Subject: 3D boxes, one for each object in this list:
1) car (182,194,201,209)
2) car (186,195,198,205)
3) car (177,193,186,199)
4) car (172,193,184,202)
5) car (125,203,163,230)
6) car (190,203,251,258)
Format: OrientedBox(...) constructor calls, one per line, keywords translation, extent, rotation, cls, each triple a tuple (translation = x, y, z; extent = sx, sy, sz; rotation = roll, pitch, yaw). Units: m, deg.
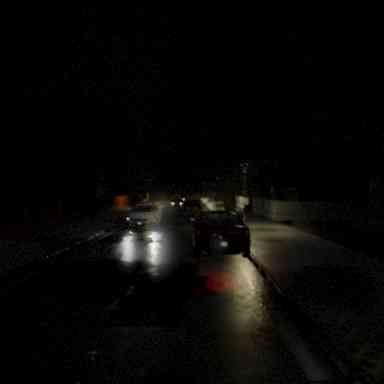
OrientedBox(translation=(0.078, 1.252, 40.391), extent=(1.882, 1.535, 5.008), rotation=(0, 0, 0), cls="car")
OrientedBox(translation=(0.006, 1.230, 51.117), extent=(1.812, 1.442, 4.674), rotation=(0, 0, 0), cls="car")
OrientedBox(translation=(-2.742, 1.004, 87.340), extent=(1.994, 1.385, 4.181), rotation=(0, 0, 0), cls="car")
OrientedBox(translation=(-2.771, 1.104, 62.332), extent=(1.882, 1.535, 5.008), rotation=(0, 0, 1), cls="car")
OrientedBox(translation=(-2.848, 1.416, 20.369), extent=(1.812, 1.442, 4.674), rotation=(0, 0, 0), cls="car")
OrientedBox(translation=(0.963, 1.411, 12.553), extent=(1.882, 1.535, 5.008), rotation=(0, 0, 0), cls="car")
